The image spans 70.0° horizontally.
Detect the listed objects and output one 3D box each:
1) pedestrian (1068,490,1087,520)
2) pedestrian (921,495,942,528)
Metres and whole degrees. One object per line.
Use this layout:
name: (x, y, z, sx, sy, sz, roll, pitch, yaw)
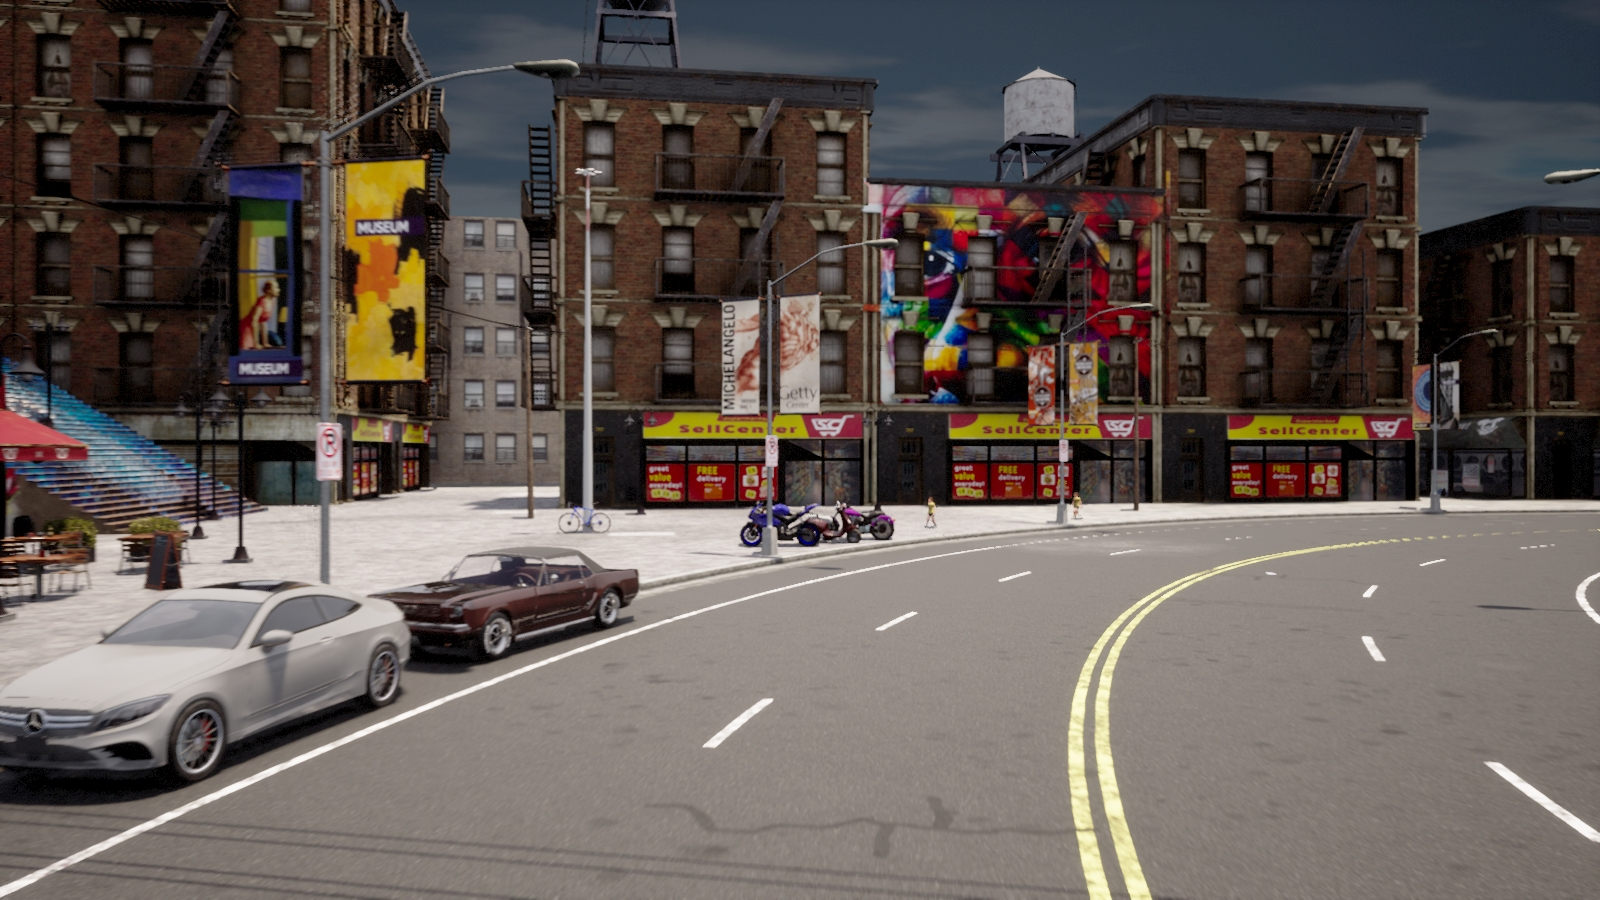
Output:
pedestrian: (10.526, 2.079, 43.367, 0.500, 1.100, 0.500, 0, 0, -27)
pedestrian: (4.441, 2.077, 38.647, 0.500, 1.100, 0.500, 0, 0, -42)
